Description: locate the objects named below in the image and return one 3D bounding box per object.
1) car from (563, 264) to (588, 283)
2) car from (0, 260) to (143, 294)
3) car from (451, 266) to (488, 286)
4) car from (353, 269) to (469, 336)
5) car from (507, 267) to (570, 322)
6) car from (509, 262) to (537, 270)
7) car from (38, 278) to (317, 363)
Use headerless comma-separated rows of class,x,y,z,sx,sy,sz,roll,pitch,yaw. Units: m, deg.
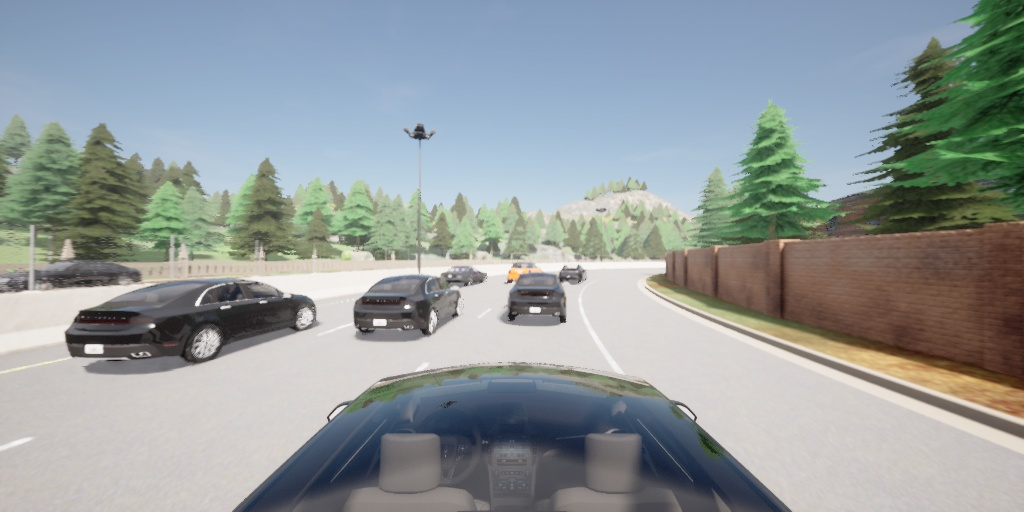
car,5.207,1.434,30.260,2.128,1.511,4.902,0,0,19
car,-19.941,0.906,16.392,1.812,1.442,4.674,0,0,8
car,-3.448,1.420,26.237,2.033,1.411,5.357,0,0,15
car,-2.790,1.291,10.615,1.837,1.490,4.892,0,0,6
car,0.975,1.324,12.739,1.837,1.490,4.892,0,0,7
car,1.182,1.267,29.245,2.097,1.767,4.553,0,0,17
car,-6.512,1.257,8.148,1.837,1.490,4.892,0,0,4
